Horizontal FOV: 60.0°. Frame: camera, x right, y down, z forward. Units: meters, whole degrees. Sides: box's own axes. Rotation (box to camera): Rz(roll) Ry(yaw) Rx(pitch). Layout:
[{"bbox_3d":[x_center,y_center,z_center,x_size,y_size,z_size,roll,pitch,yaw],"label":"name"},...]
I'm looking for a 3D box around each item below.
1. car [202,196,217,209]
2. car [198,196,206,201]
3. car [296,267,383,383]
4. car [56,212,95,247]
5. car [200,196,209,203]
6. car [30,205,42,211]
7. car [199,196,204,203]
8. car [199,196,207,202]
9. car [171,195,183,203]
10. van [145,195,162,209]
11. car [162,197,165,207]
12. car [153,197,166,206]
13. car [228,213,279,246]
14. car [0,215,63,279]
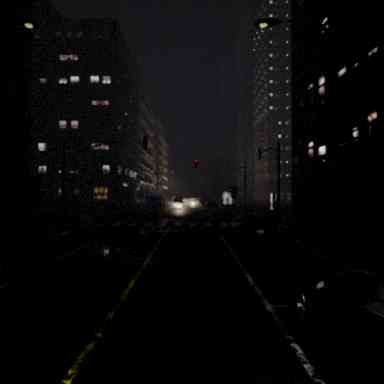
[{"bbox_3d":[2.727,1.700,47.595,1.802,1.307,4.206,0,0,0],"label":"car"},{"bbox_3d":[2.753,1.799,91.817,1.887,1.381,4.507,0,0,0],"label":"car"},{"bbox_3d":[2.701,1.575,4.143,1.947,1.339,4.313,0,0,0],"label":"car"},{"bbox_3d":[-5.673,1.616,15.207,1.802,1.307,4.206,0,0,0],"label":"car"},{"bbox_3d":[2.744,1.639,75.234,1.967,1.590,4.097,0,0,0],"label":"car"},{"bbox_3d":[-18.761,1.437,36.451,4.313,1.339,1.947,1,-1,0],"label":"car"},{"bbox_3d":[2.734,1.589,58.652,1.967,1.590,4.097,0,0,0],"label":"car"},{"bbox_3d":[2.749,1.786,86.289,2.008,1.369,4.403,0,0,0],"label":"car"},{"bbox_3d":[-2.956,1.713,71.949,1.812,1.442,4.674,0,0,0],"label":"car"},{"bbox_3d":[-5.652,1.459,47.602,1.690,1.788,3.998,0,0,0],"label":"van"},{"bbox_3d":[-5.649,1.449,53.130,2.192,1.841,5.009,0,0,0],"label":"car"},{"bbox_3d":[-5.647,1.694,58.657,1.887,1.381,4.507,0,0,0],"label":"car"},{"bbox_3d":[2.708,1.600,15.190,1.947,1.339,4.313,0,0,0],"label":"car"},{"bbox_3d":[-5.676,1.588,9.684,1.947,1.339,4.313,0,0,0],"label":"car"}]
